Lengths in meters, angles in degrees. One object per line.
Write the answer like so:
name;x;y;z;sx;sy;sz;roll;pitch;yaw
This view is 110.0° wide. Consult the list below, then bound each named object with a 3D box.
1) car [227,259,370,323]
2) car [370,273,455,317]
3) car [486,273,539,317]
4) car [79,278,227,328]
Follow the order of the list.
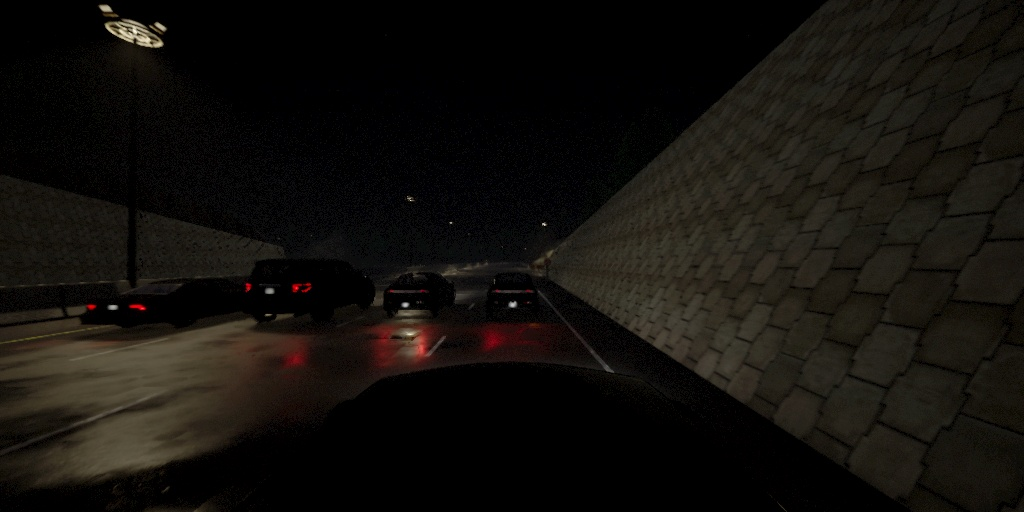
car;-6.967;1.127;13.026;2.150;2.045;5.566;0;-1;1
car;-3.459;1.411;14.118;2.128;1.511;4.902;0;-1;0
car;0.041;1.411;14.112;2.128;1.511;4.902;0;-1;0
car;-10.477;1.437;11.938;2.033;1.411;5.357;0;-1;1
